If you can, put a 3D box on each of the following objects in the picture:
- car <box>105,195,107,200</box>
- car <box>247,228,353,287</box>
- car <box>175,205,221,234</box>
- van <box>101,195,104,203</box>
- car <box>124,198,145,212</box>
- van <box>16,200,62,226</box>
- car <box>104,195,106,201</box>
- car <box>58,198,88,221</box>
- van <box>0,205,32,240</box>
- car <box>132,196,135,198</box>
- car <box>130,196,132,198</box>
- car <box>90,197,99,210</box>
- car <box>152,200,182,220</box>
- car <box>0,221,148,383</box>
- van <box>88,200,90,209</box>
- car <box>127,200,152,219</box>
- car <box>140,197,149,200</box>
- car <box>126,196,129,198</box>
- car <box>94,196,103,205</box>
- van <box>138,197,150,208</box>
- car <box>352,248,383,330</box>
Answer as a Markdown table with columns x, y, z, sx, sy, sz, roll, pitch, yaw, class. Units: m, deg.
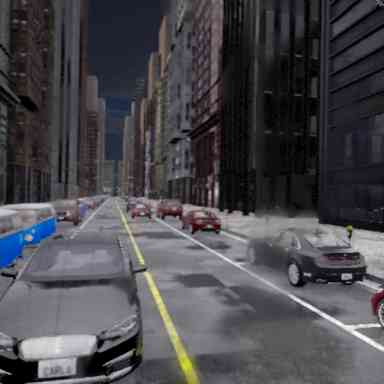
| x | y | z | sx | sy | sz | roll | pitch | yaw | class |
| --- | --- | --- | --- | --- | --- | --- | --- | --- | --- |
| -23.395 | 1.838 | 84.578 | 2.192 | 1.841 | 5.009 | 1 | -1 | -13 | car |
| 3.057 | 1.719 | 9.760 | 2.008 | 1.369 | 4.403 | 1 | -1 | -13 | car |
| 0.462 | 1.784 | 20.729 | 1.887 | 1.381 | 4.507 | 1 | -1 | -13 | car |
| -19.503 | 1.743 | 68.122 | 1.690 | 1.788 | 3.998 | 1 | -1 | -13 | van |
| -7.413 | 1.838 | 42.373 | 1.837 | 1.490 | 4.892 | 1 | 0 | -13 | car |
| -6.528 | 1.360 | 13.271 | 1.690 | 1.788 | 3.998 | 1 | -1 | -13 | van |
| -22.102 | 2.049 | 79.090 | 1.947 | 1.339 | 4.313 | 1 | -1 | -13 | car |
| -9.122 | 1.405 | 24.241 | 2.192 | 1.841 | 5.009 | 1 | -1 | -13 | car |
| -5.230 | 1.324 | 7.786 | 1.690 | 1.788 | 3.998 | 1 | -1 | -13 | van |
| -11.213 | 2.027 | 70.093 | 1.967 | 1.590 | 4.097 | 1 | -1 | -13 | car |
| -12.551 | 2.154 | 75.743 | 1.752 | 1.417 | 4.829 | 1 | -1 | -13 | car |
| -14.316 | 1.786 | 46.179 | 1.887 | 1.381 | 4.507 | 1 | -1 | -13 | car |
| -2.129 | 1.627 | 31.701 | 2.192 | 1.841 | 5.009 | 1 | -1 | -13 | car |
| -1.905 | 1.518 | 5.726 | 2.128 | 1.511 | 4.902 | 1 | -1 | -13 | car |
| -10.420 | 1.468 | 29.726 | 1.690 | 1.788 | 3.998 | 1 | -1 | -13 | van |
| -4.966 | 1.787 | 32.094 | 1.812 | 1.442 | 4.674 | 1 | -1 | -13 | car |
| -7.361 | 1.993 | 53.804 | 1.752 | 1.417 | 4.829 | 1 | -1 | -13 | car |
| -16.403 | 2.189 | 92.032 | 1.967 | 1.590 | 4.097 | 1 | -1 | -13 | car |
| -16.912 | 1.887 | 57.149 | 1.947 | 1.339 | 4.313 | 1 | -1 | -13 | car |
| -8.616 | 1.848 | 59.125 | 1.690 | 1.788 | 3.998 | 1 | -1 | -13 | van |
| 4.354 | 1.716 | 4.275 | 1.802 | 1.307 | 4.206 | 1 | -1 | -13 | car |
